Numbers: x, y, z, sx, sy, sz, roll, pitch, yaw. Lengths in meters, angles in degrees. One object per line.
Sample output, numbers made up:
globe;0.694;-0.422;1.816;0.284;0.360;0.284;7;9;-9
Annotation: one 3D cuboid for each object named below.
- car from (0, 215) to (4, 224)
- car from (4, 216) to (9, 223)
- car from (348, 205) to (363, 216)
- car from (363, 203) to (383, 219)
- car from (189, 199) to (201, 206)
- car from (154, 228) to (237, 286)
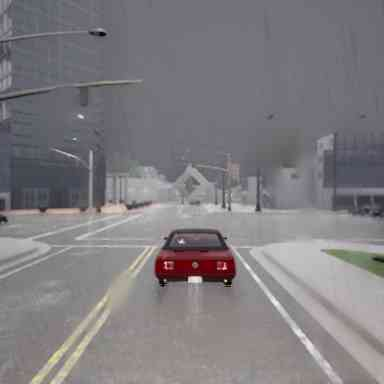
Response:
car;-15.359;1.689;21.760;4.553;1.767;2.097;-1;-1;0
car;-16.979;1.941;25.247;5.357;1.411;2.033;-1;-1;0
car;19.371;1.921;36.246;4.181;1.385;1.994;0;-1;-1
car;19.876;1.841;32.753;4.674;1.442;1.812;0;-1;-1
car;0.660;2.380;76.042;2.033;1.411;5.357;0;-1;12
car;0.108;1.709;9.702;1.895;1.301;4.718;0;-1;1
